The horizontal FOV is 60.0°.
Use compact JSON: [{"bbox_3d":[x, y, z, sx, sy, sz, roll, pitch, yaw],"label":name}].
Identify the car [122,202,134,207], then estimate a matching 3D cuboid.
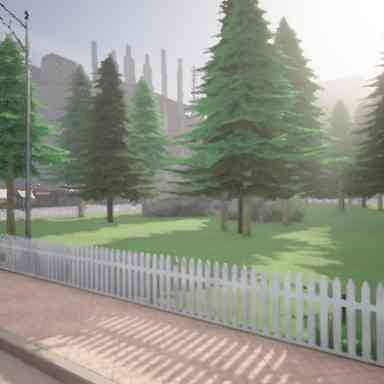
[{"bbox_3d":[-11.350,1.856,63.829,2.097,1.767,4.553,-1,0,34],"label":"car"}]
